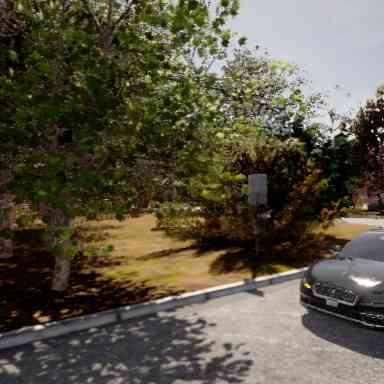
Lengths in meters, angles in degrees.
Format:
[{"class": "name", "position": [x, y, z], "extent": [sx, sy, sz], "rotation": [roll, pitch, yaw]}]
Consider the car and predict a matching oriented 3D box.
[{"class": "car", "position": [4.185, 1.508, 6.672], "extent": [4.892, 1.490, 1.837], "rotation": [0, 0, -36]}]
